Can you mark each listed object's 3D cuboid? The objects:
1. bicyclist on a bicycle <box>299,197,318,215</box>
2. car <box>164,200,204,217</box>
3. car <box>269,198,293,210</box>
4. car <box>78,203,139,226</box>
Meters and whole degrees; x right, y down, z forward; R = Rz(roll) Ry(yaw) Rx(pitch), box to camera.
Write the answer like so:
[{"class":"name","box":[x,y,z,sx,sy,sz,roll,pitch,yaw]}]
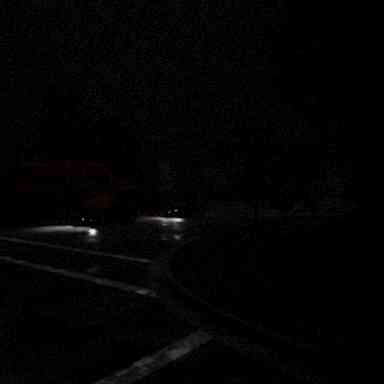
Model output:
[{"class":"bicyclist on a bicycle","box":[10.548,1.262,30.090,1.656,1.620,0.582,0,0,34]},{"class":"car","box":[-0.701,1.590,32.139,1.837,1.490,4.892,0,0,34]},{"class":"car","box":[11.914,1.547,44.248,1.882,1.535,5.008,0,0,34]},{"class":"car","box":[-5.975,1.590,24.340,1.837,1.490,4.892,0,0,34]}]
